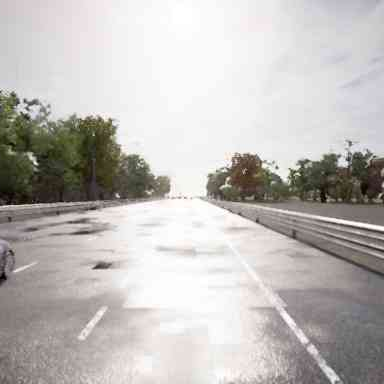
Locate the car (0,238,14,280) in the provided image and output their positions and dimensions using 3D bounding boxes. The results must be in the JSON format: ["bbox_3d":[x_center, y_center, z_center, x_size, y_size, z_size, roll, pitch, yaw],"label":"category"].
[{"bbox_3d":[-5.575,1.423,7.291,2.097,1.767,4.553,0,0,-13],"label":"car"}]
